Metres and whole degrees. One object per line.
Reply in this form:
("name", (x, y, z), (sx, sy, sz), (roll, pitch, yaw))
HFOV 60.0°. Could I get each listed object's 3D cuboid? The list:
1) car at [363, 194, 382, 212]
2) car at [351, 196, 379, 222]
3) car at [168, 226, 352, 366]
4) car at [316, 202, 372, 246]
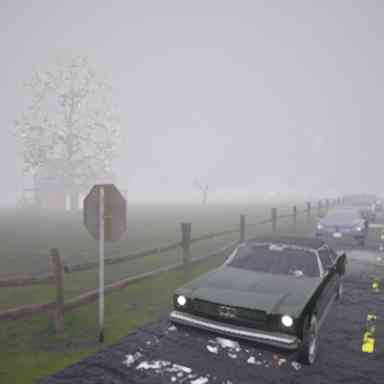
("car", (18.019, 1.024, 33.683), (2.097, 1.767, 4.553), (0, 0, 31))
("car", (12.230, 1.275, 24.010), (1.837, 1.490, 4.892), (0, 0, 31))
("car", (1.566, 1.553, 6.044), (1.895, 1.301, 4.718), (0, 0, 31))
("car", (6.847, 1.388, 14.934), (1.812, 1.442, 4.674), (0, 0, 31))
